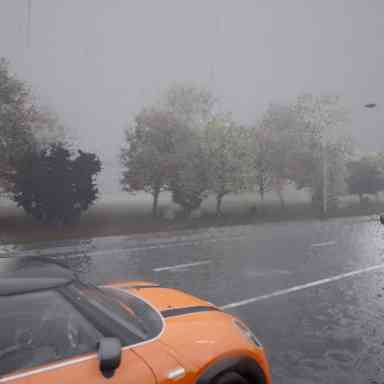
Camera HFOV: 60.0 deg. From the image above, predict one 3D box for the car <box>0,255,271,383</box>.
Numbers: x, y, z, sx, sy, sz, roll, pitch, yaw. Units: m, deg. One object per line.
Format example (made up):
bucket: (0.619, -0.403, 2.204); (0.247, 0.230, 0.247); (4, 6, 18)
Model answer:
car: (-1.458, 1.352, 2.706); (4.553, 1.767, 2.097); (0, 0, -35)

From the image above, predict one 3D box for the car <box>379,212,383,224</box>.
car: (14.844, 1.561, 23.069); (4.181, 1.385, 1.994); (0, 0, -35)
